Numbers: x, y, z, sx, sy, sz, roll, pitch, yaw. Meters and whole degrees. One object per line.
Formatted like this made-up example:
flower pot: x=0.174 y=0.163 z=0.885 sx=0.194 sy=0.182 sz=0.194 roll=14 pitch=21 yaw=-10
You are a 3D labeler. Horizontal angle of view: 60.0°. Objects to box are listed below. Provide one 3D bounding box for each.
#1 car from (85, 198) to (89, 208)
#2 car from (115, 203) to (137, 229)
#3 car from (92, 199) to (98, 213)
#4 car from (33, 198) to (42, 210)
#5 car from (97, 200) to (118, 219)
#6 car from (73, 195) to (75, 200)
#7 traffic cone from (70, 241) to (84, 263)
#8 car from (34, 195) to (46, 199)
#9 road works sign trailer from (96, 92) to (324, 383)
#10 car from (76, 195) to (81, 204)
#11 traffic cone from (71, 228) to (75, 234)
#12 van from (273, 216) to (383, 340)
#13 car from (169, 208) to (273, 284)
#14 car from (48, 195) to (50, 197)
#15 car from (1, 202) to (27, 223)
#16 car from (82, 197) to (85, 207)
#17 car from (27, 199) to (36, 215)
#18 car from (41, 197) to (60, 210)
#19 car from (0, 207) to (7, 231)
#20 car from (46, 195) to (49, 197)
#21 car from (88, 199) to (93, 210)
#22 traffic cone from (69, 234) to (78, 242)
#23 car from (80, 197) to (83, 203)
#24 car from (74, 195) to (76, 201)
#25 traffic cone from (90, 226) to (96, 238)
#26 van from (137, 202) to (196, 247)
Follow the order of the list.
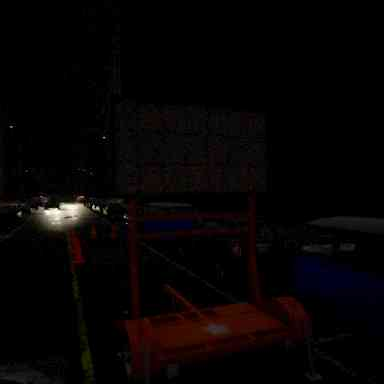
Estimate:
car: x=-13.434 y=1.732 z=46.388 sx=1.887 sy=1.381 sz=4.507 roll=0 pitch=0 yaw=-21
car: x=-3.138 y=1.598 z=20.217 sx=2.008 sy=1.369 sz=4.403 roll=0 pitch=0 yaw=-21
car: x=-9.316 y=1.679 z=35.920 sx=1.887 sy=1.381 sz=4.507 roll=0 pitch=0 yaw=-21
car: x=-23.425 y=1.907 z=48.494 sx=1.802 sy=1.307 sz=4.206 roll=0 pitch=0 yaw=-21
car: x=-7.256 y=1.657 z=30.686 sx=2.008 sy=1.369 sz=4.403 roll=0 pitch=0 yaw=-21
car: x=-29.911 y=1.919 z=88.260 sx=1.887 sy=1.381 sz=4.507 roll=0 pitch=0 yaw=-21
traffic cone: x=-3.727 y=2.010 z=10.941 sx=0.340 sy=0.580 sz=0.340 roll=-1 pitch=0 yaw=-21
car: x=-27.544 y=1.813 z=58.962 sx=1.967 sy=1.590 sz=4.097 roll=0 pitch=0 yaw=-21
road works sign trailer: x=0.002 y=0.463 z=4.894 sx=2.380 sy=3.560 sz=2.880 roll=-1 pitch=0 yaw=-21
car: x=-23.732 y=1.852 z=72.558 sx=1.887 sy=1.381 sz=4.507 roll=0 pitch=0 yaw=-21
traffic cone: x=-5.191 y=2.031 z=14.663 sx=0.340 sy=0.580 sz=0.340 roll=-1 pitch=0 yaw=-21
van: x=3.040 y=1.296 z=4.516 sx=1.690 sy=1.788 sz=3.998 roll=0 pitch=0 yaw=-21
car: x=0.981 y=1.427 z=9.749 sx=1.967 sy=1.590 sz=4.097 roll=0 pitch=0 yaw=-21
car: x=-35.782 y=1.904 z=79.897 sx=1.967 sy=1.590 sz=4.097 roll=0 pitch=0 yaw=-21
car: x=-15.187 y=1.769 z=27.558 sx=2.008 sy=1.369 sz=4.403 roll=0 pitch=0 yaw=-21
car: x=-15.494 y=1.758 z=51.621 sx=1.887 sy=1.381 sz=4.507 roll=0 pitch=0 yaw=-21
car: x=-19.244 y=1.798 z=37.868 sx=1.752 sy=1.417 sz=4.829 roll=0 pitch=0 yaw=-21
car: x=-19.763 y=1.839 z=46.968 sx=1.994 sy=1.385 sz=4.181 roll=-1 pitch=0 yaw=-21
car: x=-11.068 y=1.704 z=17.091 sx=1.887 sy=1.381 sz=4.507 roll=0 pitch=0 yaw=-21
car: x=-33.722 y=2.008 z=74.663 sx=1.947 sy=1.339 sz=4.313 roll=0 pitch=0 yaw=-21
car: x=-11.375 y=1.706 z=41.153 sx=1.887 sy=1.381 sz=4.507 roll=0 pitch=0 yaw=-21
traffic cone: x=-4.459 y=2.020 z=12.802 sx=0.340 sy=0.580 sz=0.340 roll=-1 pitch=0 yaw=-21
car: x=-17.554 y=1.803 z=56.856 sx=1.947 sy=1.339 sz=4.313 roll=0 pitch=0 yaw=-21
car: x=-25.793 y=1.770 z=77.792 sx=1.967 sy=1.590 sz=4.097 roll=0 pitch=0 yaw=-21
traffic cone: x=-4.993 y=2.029 z=16.890 sx=0.340 sy=0.580 sz=0.340 roll=-1 pitch=0 yaw=-21
van: x=-1.079 y=1.358 z=14.985 sx=1.690 sy=1.788 sz=3.998 roll=0 pitch=0 yaw=-21
